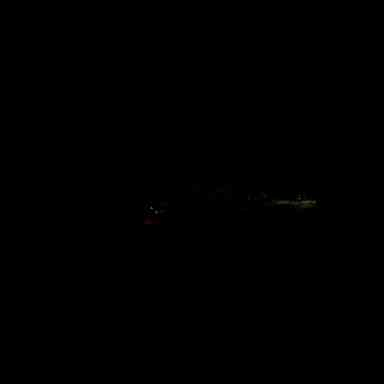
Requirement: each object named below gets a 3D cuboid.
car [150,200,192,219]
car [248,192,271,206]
[{"bbox_3d":[-1.744,1.421,28.497,1.812,1.442,4.674,1,1,28],"label":"car"},{"bbox_3d":[10.619,1.069,51.941,2.150,2.045,5.566,1,0,31],"label":"car"}]
